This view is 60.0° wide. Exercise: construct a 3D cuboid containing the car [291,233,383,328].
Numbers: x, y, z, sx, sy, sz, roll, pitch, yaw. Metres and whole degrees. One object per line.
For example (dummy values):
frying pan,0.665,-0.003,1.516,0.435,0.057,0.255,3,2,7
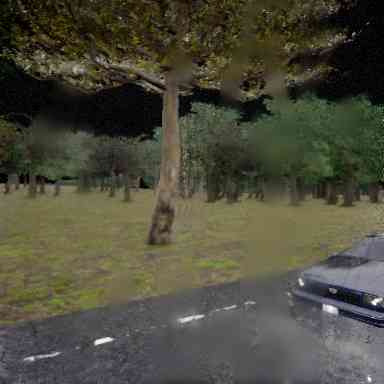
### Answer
car,4.526,1.631,7.184,5.357,1.411,2.033,1,0,-35
